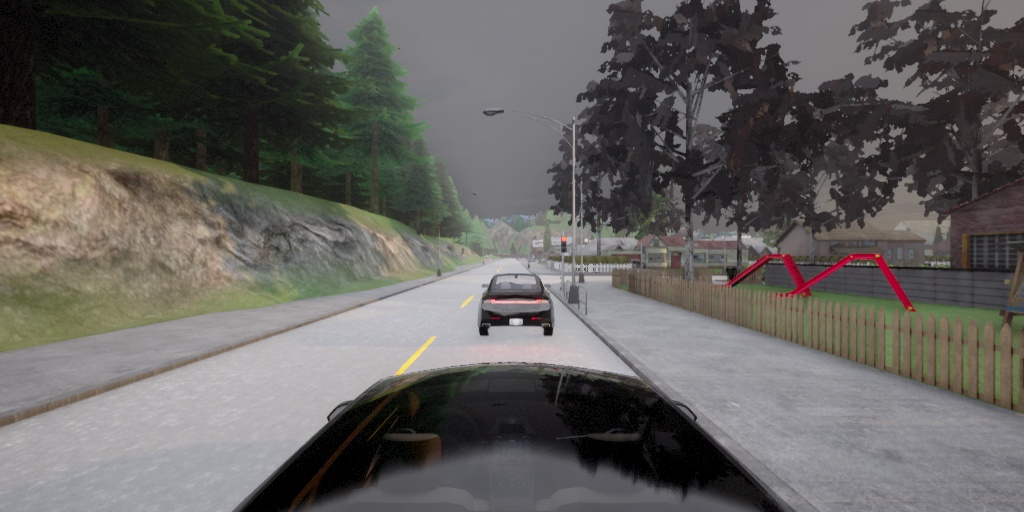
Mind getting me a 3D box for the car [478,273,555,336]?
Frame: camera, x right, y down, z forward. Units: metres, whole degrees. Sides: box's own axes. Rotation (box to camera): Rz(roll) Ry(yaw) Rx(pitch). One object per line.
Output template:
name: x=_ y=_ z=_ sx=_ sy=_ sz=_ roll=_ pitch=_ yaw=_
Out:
car: x=0.118 y=1.238 z=10.332 sx=2.128 sy=1.511 sz=4.902 roll=0 pitch=0 yaw=1
